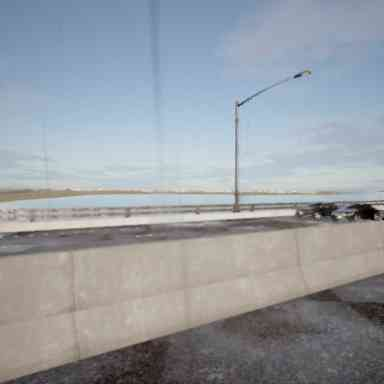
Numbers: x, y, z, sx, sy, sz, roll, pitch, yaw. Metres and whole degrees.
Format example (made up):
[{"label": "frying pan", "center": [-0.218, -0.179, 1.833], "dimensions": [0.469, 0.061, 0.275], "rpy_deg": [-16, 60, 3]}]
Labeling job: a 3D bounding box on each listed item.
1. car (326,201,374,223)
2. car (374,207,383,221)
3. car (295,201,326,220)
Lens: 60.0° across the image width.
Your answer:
[{"label": "car", "center": [12.785, 1.583, 25.829], "dimensions": [4.674, 1.442, 1.812], "rpy_deg": [0, 0, -35]}, {"label": "car", "center": [15.199, 1.550, 23.245], "dimensions": [4.902, 1.511, 2.128], "rpy_deg": [0, 0, -35]}, {"label": "car", "center": [10.975, 1.563, 28.833], "dimensions": [4.892, 1.490, 1.837], "rpy_deg": [0, 0, -35]}]
